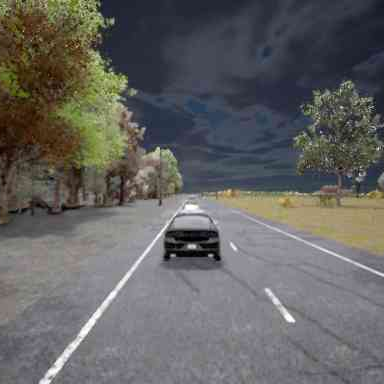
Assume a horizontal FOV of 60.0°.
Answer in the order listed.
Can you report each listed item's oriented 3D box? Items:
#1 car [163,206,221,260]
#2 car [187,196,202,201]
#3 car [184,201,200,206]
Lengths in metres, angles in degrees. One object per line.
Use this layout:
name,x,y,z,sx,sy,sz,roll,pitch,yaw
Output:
car,-0.001,1.531,12.658,1.882,1.535,5.008,0,0,0
car,-0.015,1.739,49.748,2.033,1.411,5.357,0,0,0
car,-0.006,1.713,27.988,1.895,1.301,4.718,0,0,0
